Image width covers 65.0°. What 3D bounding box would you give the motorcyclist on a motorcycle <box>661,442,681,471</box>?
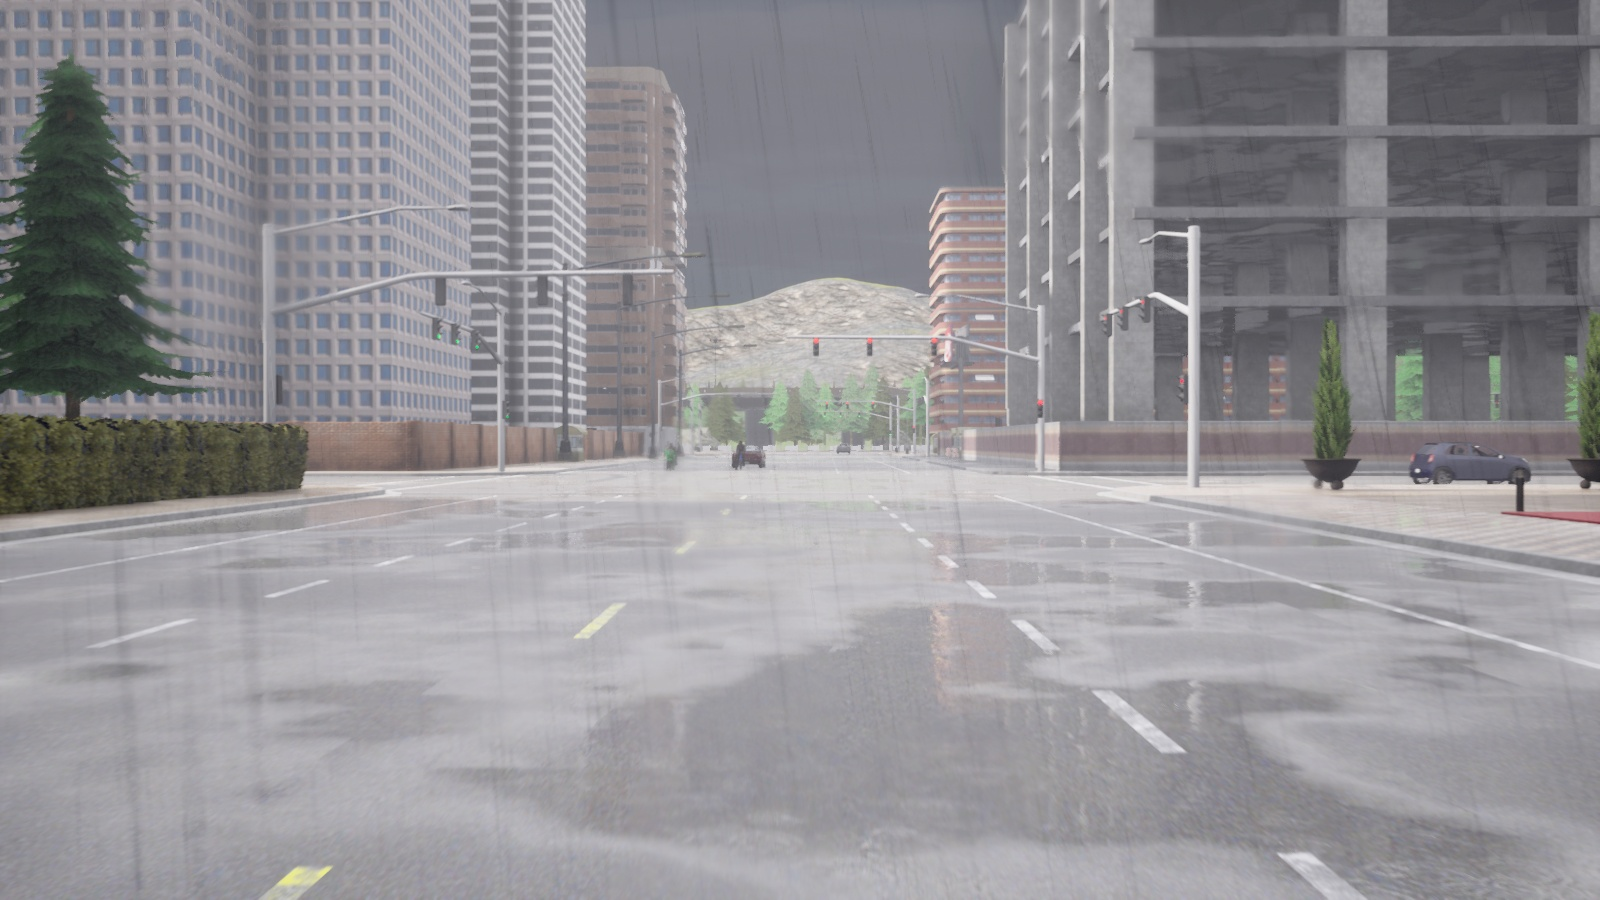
[{"bbox_3d":[-6.787,0.350,66.284,0.797,1.523,2.044,0,0,1],"label":"motorcyclist on a motorcycle"}]

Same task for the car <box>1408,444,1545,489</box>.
[{"bbox_3d":[22.764,0.540,42.371,3.633,1.501,1.845,0,0,1],"label":"car"}]

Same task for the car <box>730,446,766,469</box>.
[{"bbox_3d":[-3.094,0.418,75.754,1.895,1.301,4.718,0,0,1],"label":"car"}]
